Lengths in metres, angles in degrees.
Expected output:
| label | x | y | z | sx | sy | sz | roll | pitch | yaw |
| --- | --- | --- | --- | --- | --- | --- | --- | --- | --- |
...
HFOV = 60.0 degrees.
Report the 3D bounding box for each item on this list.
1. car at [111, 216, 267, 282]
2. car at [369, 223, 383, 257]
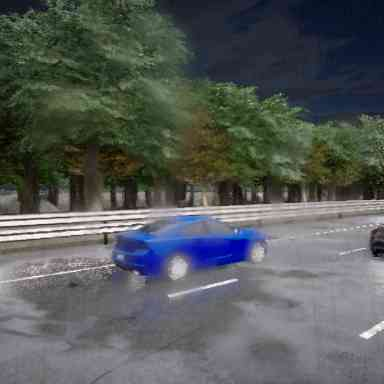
| label | x | y | z | sx | sy | sz | roll | pitch | yaw |
| --- | --- | --- | --- | --- | --- | --- | --- | --- | --- |
| car | 0.152 | 1.439 | 9.752 | 5.008 | 1.535 | 1.882 | 0 | 0 | -39 |
| car | 7.806 | 1.477 | 11.491 | 4.674 | 1.442 | 1.812 | 0 | 0 | -39 |
